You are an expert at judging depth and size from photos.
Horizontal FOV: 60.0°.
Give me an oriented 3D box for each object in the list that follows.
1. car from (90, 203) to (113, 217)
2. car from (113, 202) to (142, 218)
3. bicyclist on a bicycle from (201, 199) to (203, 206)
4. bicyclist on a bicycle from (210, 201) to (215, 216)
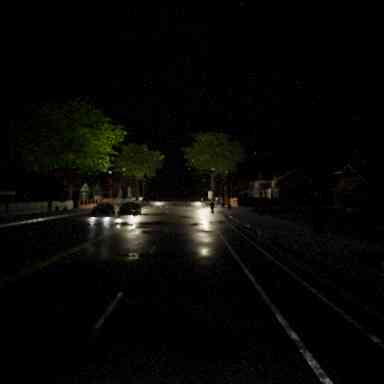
[{"bbox_3d":[-9.833,1.915,37.079,1.812,1.442,4.674,0,-1,0],"label":"car"},{"bbox_3d":[-6.591,1.850,35.394,1.882,1.535,5.008,0,-1,0],"label":"car"},{"bbox_3d":[2.223,2.126,72.743,0.659,1.776,1.843,0,0,0],"label":"bicyclist on a bicycle"},{"bbox_3d":[2.237,1.837,36.421,0.582,1.620,1.656,0,-1,0],"label":"bicyclist on a bicycle"}]
